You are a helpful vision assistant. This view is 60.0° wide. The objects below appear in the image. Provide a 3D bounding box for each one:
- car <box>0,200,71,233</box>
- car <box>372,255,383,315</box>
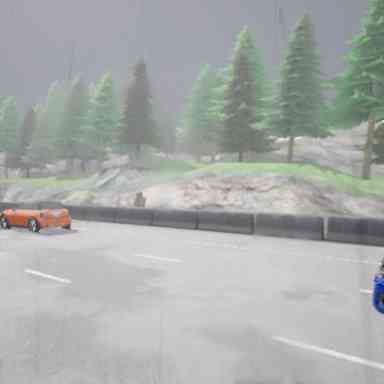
[{"bbox_3d":[-8.969,1.253,18.985,4.553,1.767,2.097,0,0,35],"label":"car"},{"bbox_3d":[5.537,1.232,4.342,5.566,2.045,2.150,0,0,35],"label":"car"}]
